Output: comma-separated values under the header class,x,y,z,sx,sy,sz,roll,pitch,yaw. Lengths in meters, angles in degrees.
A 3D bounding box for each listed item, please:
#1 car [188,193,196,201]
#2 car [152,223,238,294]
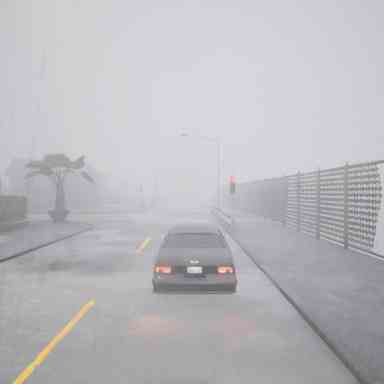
class,x,y,z,sx,sy,sz,roll,pitch,yaw
car,0.065,1.225,87.015,2.150,2.045,5.566,0,0,0
car,0.070,1.547,8.911,2.033,1.411,5.357,0,0,1
